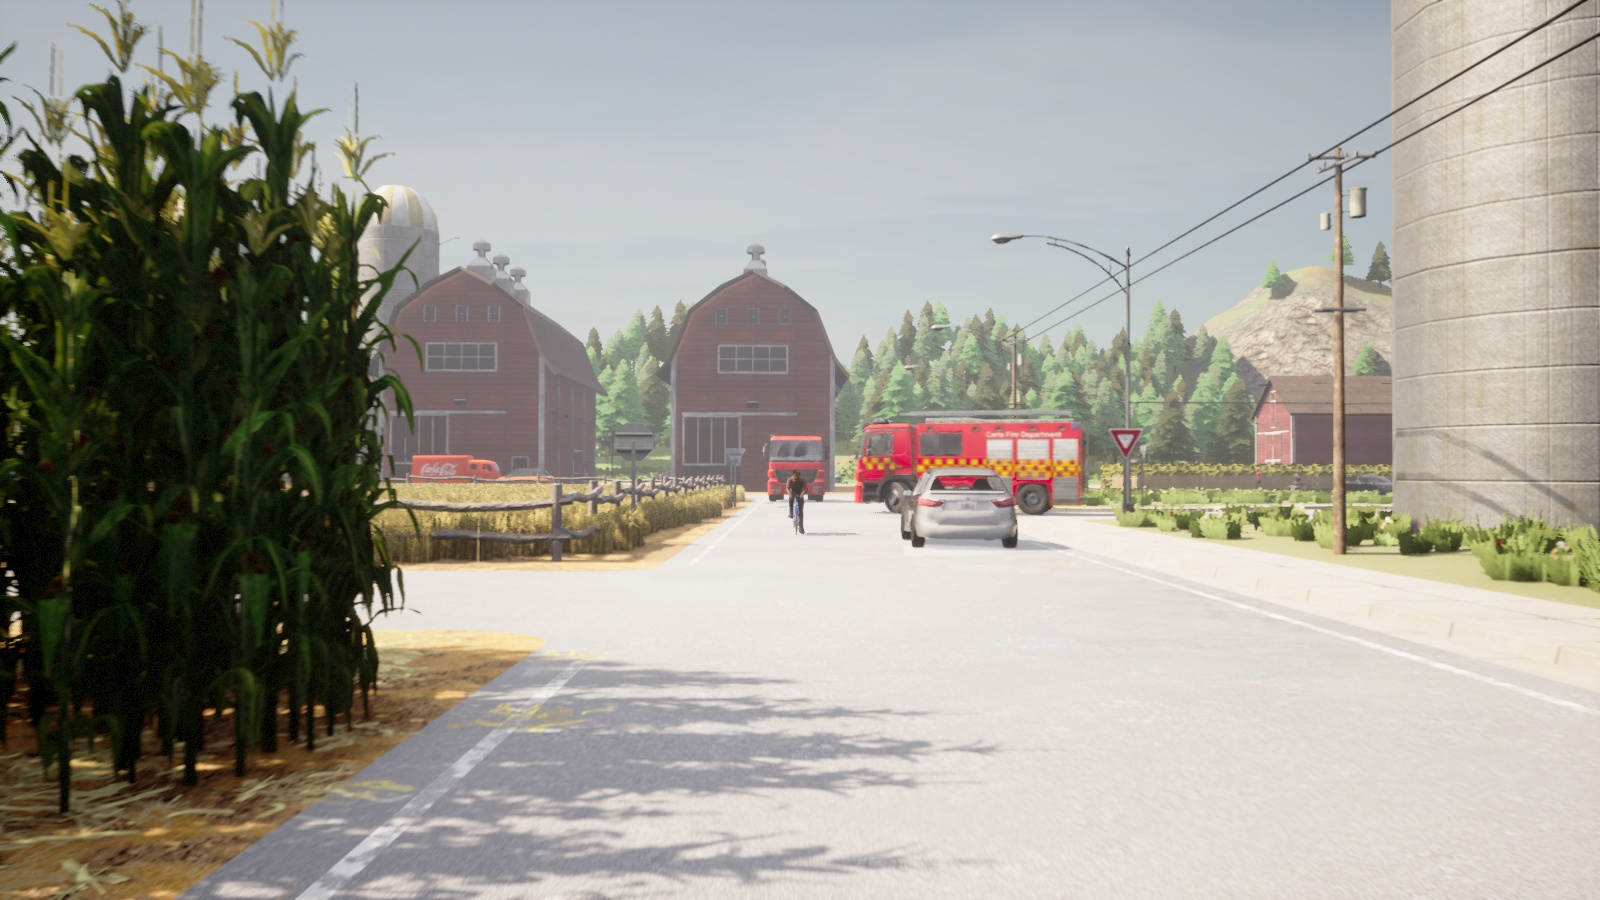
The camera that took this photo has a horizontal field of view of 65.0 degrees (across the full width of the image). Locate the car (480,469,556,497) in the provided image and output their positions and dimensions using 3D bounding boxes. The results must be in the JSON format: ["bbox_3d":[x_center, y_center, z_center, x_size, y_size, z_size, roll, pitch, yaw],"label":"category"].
[{"bbox_3d":[-18.452,2.154,82.394,4.553,1.767,2.097,0,-1,-3],"label":"car"}]

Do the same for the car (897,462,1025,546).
[{"bbox_3d":[3.405,1.114,27.447,2.242,1.667,4.611,0,-1,1],"label":"car"}]

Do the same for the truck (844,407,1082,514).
[{"bbox_3d":[6.156,0.432,47.279,8.468,3.827,2.891,-1,-1,17],"label":"truck"}]

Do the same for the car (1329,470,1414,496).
[{"bbox_3d":[34.803,1.989,76.630,1.837,1.490,4.892,0,-1,-18],"label":"car"}]

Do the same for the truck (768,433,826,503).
[{"bbox_3d":[-0.193,0.977,66.798,2.891,3.462,7.936,0,-1,0],"label":"truck"}]

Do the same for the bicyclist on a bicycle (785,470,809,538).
[{"bbox_3d":[-0.075,1.293,30.732,0.582,1.620,1.656,0,-1,0],"label":"bicyclist on a bicycle"}]

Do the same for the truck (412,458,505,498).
[{"bbox_3d":[-21.355,1.757,78.720,5.204,2.467,2.627,0,-1,-3],"label":"truck"}]
